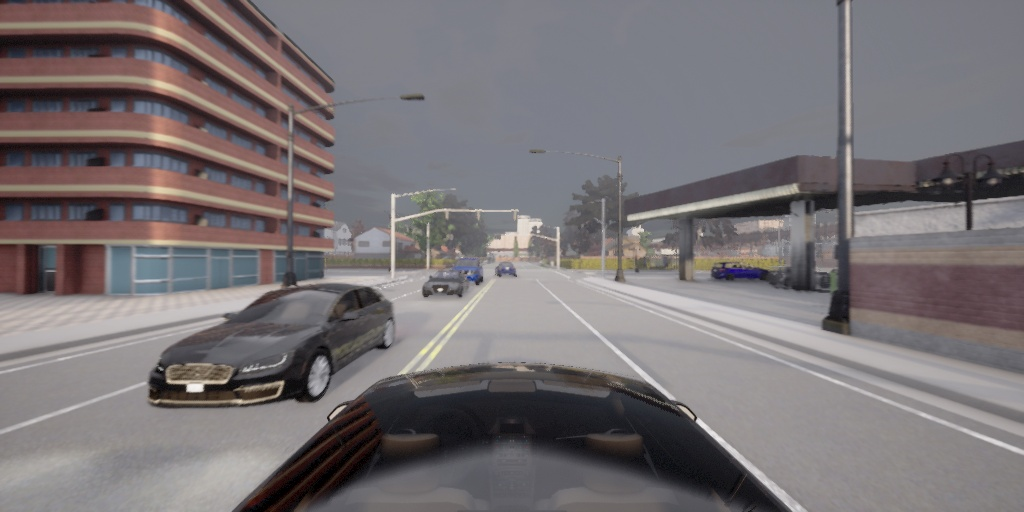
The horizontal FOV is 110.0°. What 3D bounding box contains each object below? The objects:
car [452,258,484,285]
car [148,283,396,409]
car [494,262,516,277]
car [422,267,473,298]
[{"bbox_3d":[-3.487,1.180,28.651,2.150,2.045,5.566,0,0,0],"label":"car"},{"bbox_3d":[-3.595,1.286,6.500,1.837,1.490,4.892,0,-1,0],"label":"car"},{"bbox_3d":[-0.849,1.430,41.724,2.097,1.767,4.553,0,0,-9],"label":"car"},{"bbox_3d":[-3.481,1.466,19.470,1.994,1.385,4.181,0,0,0],"label":"car"}]
